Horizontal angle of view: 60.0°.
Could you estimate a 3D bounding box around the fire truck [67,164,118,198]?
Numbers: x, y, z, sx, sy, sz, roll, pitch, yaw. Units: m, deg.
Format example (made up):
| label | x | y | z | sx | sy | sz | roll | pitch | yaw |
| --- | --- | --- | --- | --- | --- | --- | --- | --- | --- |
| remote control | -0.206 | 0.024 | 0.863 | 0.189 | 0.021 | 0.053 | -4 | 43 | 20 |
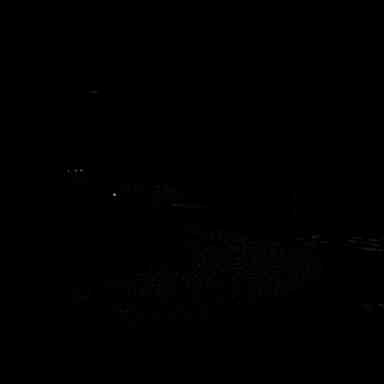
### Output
| label | x | y | z | sx | sy | sz | roll | pitch | yaw |
| --- | --- | --- | --- | --- | --- | --- | --- | --- | --- |
| fire truck | -11.046 | -1.036 | 36.182 | 2.891 | 3.827 | 8.468 | -1 | 3 | -35 |
